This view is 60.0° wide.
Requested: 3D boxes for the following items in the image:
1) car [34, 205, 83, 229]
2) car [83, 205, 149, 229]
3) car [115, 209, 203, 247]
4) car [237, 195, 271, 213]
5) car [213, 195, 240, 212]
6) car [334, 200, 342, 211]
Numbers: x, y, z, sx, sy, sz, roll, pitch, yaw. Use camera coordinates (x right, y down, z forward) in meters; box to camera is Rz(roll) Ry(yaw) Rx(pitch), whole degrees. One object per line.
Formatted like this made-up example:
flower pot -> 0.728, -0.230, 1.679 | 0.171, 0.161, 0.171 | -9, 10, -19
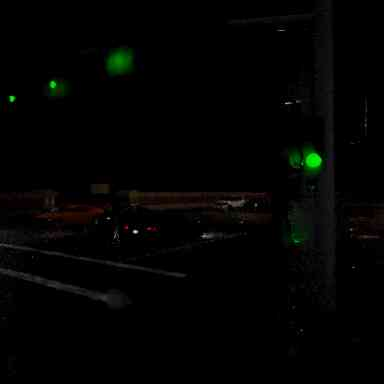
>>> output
car -> -8.629, 1.692, 23.717 | 1.882, 1.535, 5.008 | -1, 0, 36
car -> -4.670, 1.666, 23.222 | 2.128, 1.511, 4.902 | -1, 0, 36
car -> -1.251, 1.674, 15.823 | 1.994, 1.385, 4.181 | -1, -1, 36
car -> 7.816, 1.528, 40.495 | 2.097, 1.767, 4.553 | -1, 0, 36
car -> 4.808, 1.433, 42.314 | 2.150, 2.045, 5.566 | -1, 0, 36
car -> 17.357, 1.676, 41.624 | 1.994, 1.385, 4.181 | -1, -1, 36
